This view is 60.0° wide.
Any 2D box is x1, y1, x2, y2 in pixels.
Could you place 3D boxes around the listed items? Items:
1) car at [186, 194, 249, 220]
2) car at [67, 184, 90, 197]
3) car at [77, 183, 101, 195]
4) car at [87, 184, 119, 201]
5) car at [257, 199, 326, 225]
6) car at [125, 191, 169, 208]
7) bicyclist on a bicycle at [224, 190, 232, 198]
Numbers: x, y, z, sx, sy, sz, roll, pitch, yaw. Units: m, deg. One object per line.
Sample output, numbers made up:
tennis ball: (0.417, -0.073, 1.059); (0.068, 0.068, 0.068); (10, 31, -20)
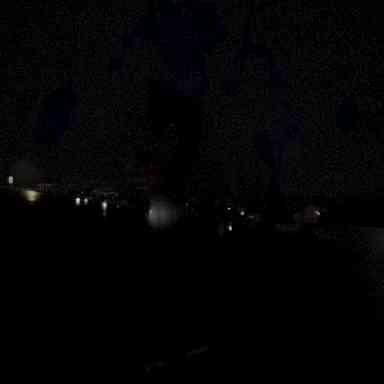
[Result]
car: (1.537, 0.893, 21.478); (2.128, 1.511, 4.902); (0, 2, -36)
car: (-15.828, -0.191, 45.832); (2.128, 1.511, 4.902); (0, 2, -34)
car: (-15.658, -0.458, 50.565); (2.097, 1.767, 4.553); (0, 2, -36)
car: (-9.814, 0.212, 37.344); (1.812, 1.442, 4.674); (0, 2, -35)
car: (5.897, 1.103, 20.156); (1.994, 1.385, 4.181); (0, 2, -33)
car: (-4.136, 0.587, 29.406); (2.033, 1.411, 5.357); (0, 2, -36)
bicyclist on a bicycle: (3.101, 0.657, 29.578); (1.656, 1.620, 0.582); (0, 2, -36)
